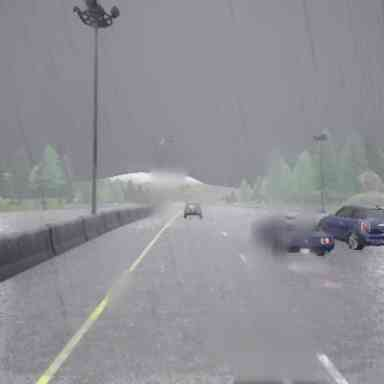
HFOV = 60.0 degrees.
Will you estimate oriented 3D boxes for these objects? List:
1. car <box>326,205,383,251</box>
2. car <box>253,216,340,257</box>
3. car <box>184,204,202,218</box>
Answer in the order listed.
[{"bbox_3d":[7.099,1.331,14.128,2.097,1.767,4.553,0,0,0],"label":"car"},{"bbox_3d":[3.601,1.586,12.789,1.895,1.301,4.718,0,0,0],"label":"car"},{"bbox_3d":[0.105,1.912,34.523,2.033,1.411,5.357,0,-1,0],"label":"car"}]
